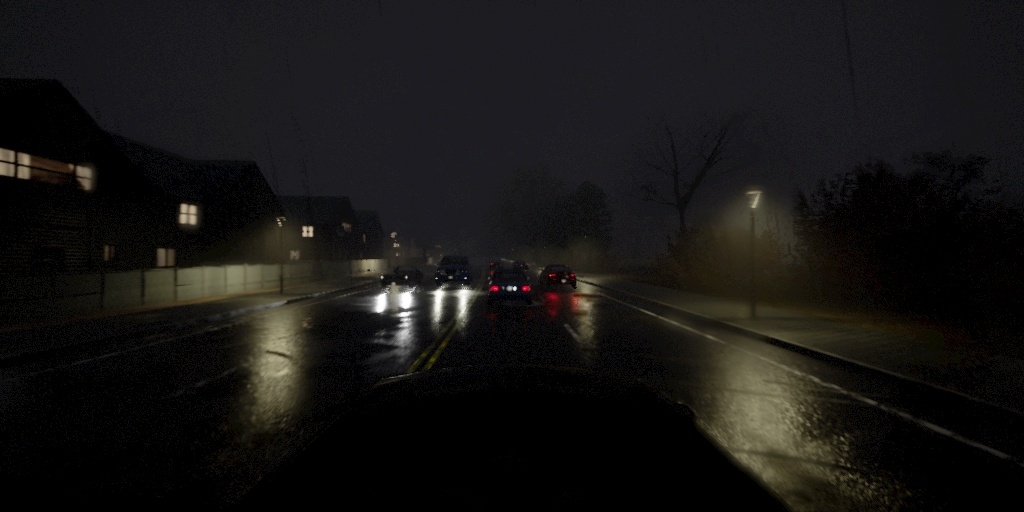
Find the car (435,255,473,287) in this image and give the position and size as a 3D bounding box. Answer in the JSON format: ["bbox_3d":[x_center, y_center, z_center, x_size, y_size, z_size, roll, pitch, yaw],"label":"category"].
[{"bbox_3d":[-3.916,0.943,24.916,2.150,2.045,5.566,0,0,-3],"label":"car"}]

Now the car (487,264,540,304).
[{"bbox_3d":[-0.135,1.280,16.136,2.033,1.411,5.357,0,0,-2],"label":"car"}]

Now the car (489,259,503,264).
[{"bbox_3d":[-2.224,1.199,50.394,1.812,1.442,4.674,0,0,-5],"label":"car"}]

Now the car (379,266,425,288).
[{"bbox_3d":[-7.108,1.330,23.495,1.895,1.301,4.718,0,0,-3],"label":"car"}]

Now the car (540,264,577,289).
[{"bbox_3d":[2.870,1.245,22.813,1.812,1.442,4.674,0,0,-2],"label":"car"}]

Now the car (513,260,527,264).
[{"bbox_3d":[1.088,1.237,49.733,1.994,1.385,4.181,0,0,-5],"label":"car"}]
